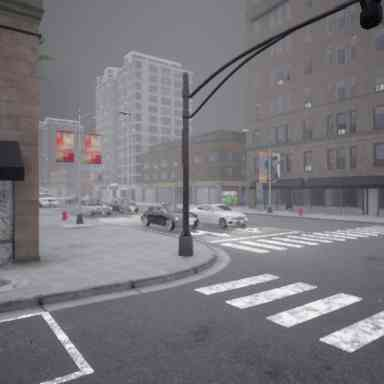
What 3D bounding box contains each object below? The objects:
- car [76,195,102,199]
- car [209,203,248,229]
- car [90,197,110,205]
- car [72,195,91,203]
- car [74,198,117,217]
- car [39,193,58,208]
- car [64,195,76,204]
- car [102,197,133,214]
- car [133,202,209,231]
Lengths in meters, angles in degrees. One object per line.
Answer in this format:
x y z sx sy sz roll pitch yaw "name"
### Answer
-16.037 1.270 52.303 2.097 1.767 4.553 0 0 -36 "car"
1.596 1.500 21.946 1.812 1.442 4.674 0 0 -37 "car"
-16.139 1.507 58.001 1.895 1.301 4.718 0 0 -36 "car"
-22.032 1.436 66.183 2.033 1.411 5.357 0 0 -36 "car"
-9.154 1.559 31.280 1.895 1.301 4.718 0 0 -37 "car"
-21.027 1.150 47.923 2.150 2.045 5.566 0 0 -36 "car"
-21.702 1.407 60.171 1.837 1.490 4.892 0 0 -36 "car"
-7.111 1.443 34.009 2.128 1.511 4.902 0 0 -36 "car"
-1.464 1.469 20.608 2.128 1.511 4.902 0 0 -36 "car"
